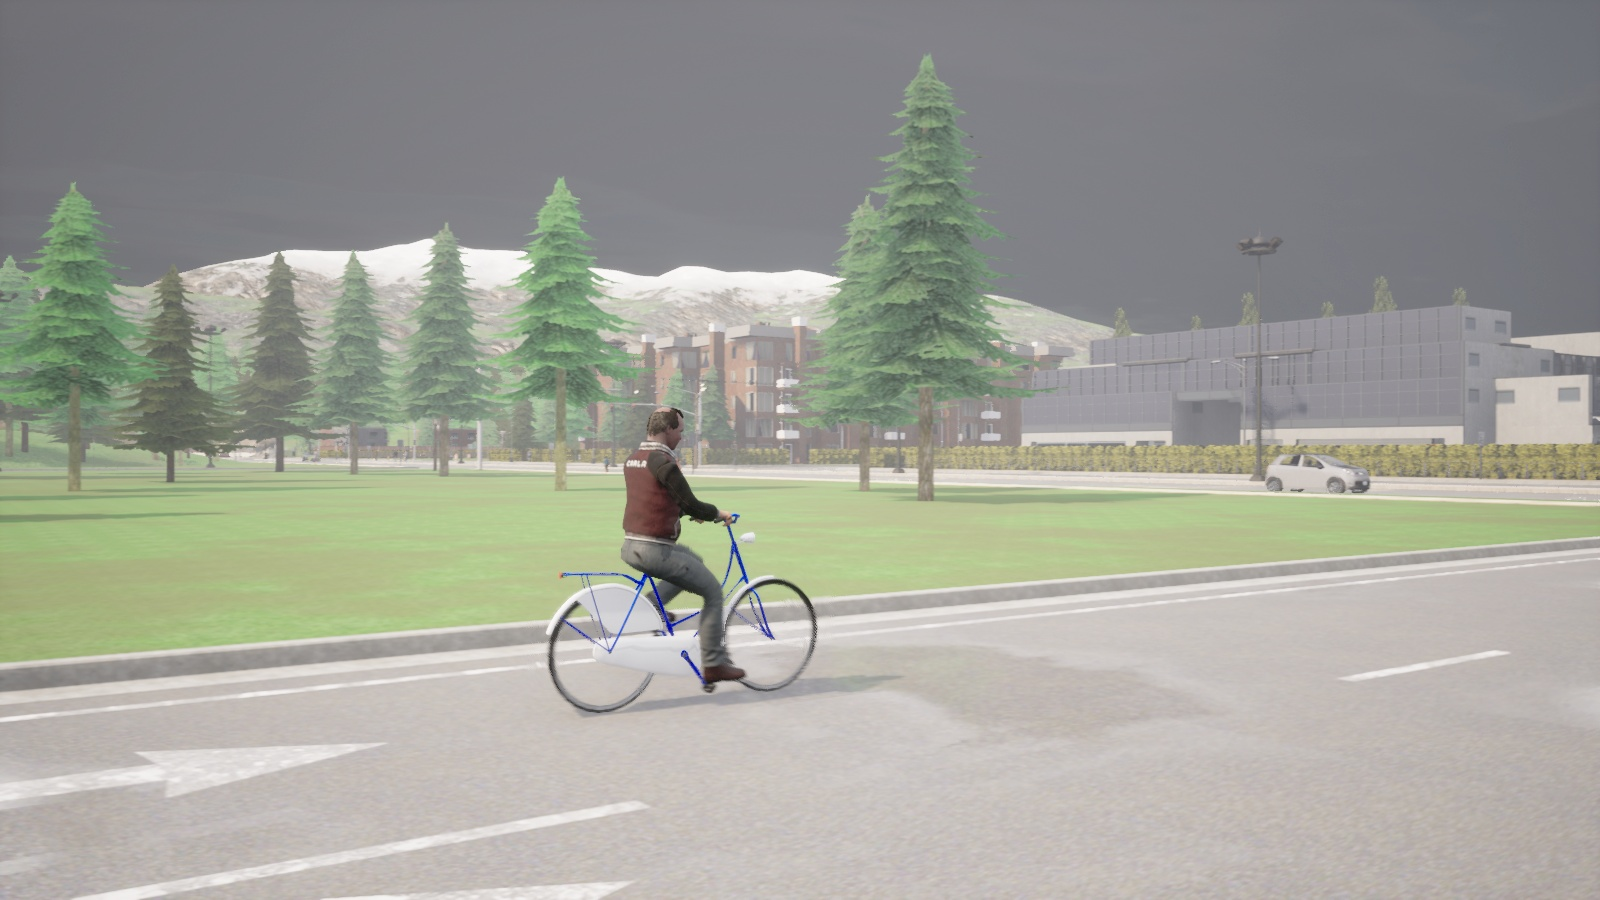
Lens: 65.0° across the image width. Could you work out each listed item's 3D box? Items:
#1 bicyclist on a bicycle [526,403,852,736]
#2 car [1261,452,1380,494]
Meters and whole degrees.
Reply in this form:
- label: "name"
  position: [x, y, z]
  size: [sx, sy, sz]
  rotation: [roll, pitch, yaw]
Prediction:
- label: "bicyclist on a bicycle"
  position: [-0.630, 0.635, 7.485]
  size: [1.843, 1.776, 0.659]
  rotation: [0, 0, -35]
- label: "car"
  position: [19.228, 0.832, 46.484]
  size: [1.845, 1.501, 3.633]
  rotation: [0, 0, -36]
